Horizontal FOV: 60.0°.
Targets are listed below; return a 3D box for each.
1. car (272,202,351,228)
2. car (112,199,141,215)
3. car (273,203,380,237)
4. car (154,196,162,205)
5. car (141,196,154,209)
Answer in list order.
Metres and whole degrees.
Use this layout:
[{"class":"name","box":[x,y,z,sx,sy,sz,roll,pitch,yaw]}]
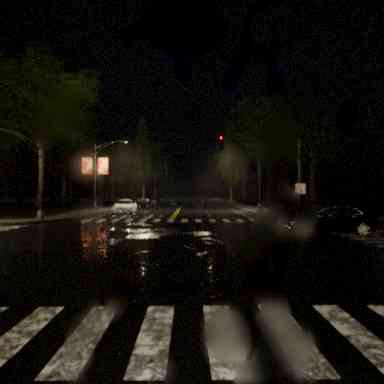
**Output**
[{"class":"car","box":[7.643,1.440,21.536,4.674,1.442,1.812,0,0,19]},{"class":"car","box":[-6.604,1.448,32.966,1.812,1.442,4.674,0,0,0]},{"class":"car","box":[6.927,1.421,17.029,4.892,1.490,1.837,0,0,-1]},{"class":"car","box":[-6.573,1.462,59.244,1.812,1.442,4.674,0,0,0]},{"class":"car","box":[-6.603,1.518,43.897,1.895,1.301,4.718,0,0,0]}]
